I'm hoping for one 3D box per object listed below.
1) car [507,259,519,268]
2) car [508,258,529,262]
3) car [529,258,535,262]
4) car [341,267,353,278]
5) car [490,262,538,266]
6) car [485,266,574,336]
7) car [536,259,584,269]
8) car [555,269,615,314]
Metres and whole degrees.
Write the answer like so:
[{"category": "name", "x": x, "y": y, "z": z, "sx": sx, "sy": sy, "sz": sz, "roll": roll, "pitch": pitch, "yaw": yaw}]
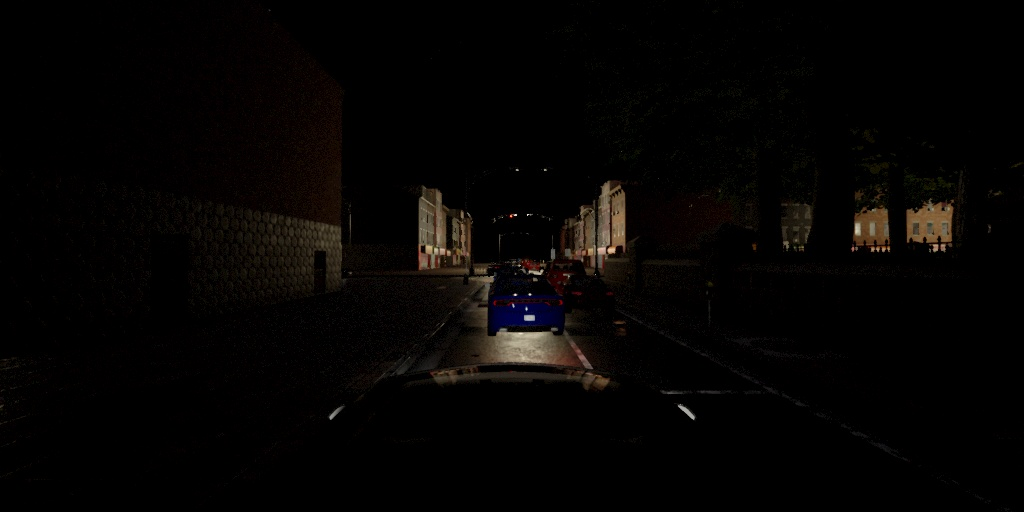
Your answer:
[{"category": "car", "x": 0.144, "y": 1.350, "z": 64.398, "sx": 2.128, "sy": 1.511, "sz": 4.902, "roll": 0, "pitch": 0, "yaw": 0}, {"category": "car", "x": -0.633, "y": 1.292, "z": 35.349, "sx": 2.128, "sy": 1.511, "sz": 4.902, "roll": 1, "pitch": 0, "yaw": 28}, {"category": "car", "x": 2.668, "y": 1.350, "z": 45.389, "sx": 1.888, "sy": 1.381, "sz": 4.507, "roll": 0, "pitch": 0, "yaw": 0}, {"category": "car", "x": -16.159, "y": 1.239, "z": 30.532, "sx": 4.892, "sy": 1.490, "sz": 1.837, "roll": 0, "pitch": -1, "yaw": 0}, {"category": "car", "x": 0.081, "y": 1.236, "z": 18.007, "sx": 1.882, "sy": 1.535, "sz": 5.008, "roll": 0, "pitch": 0, "yaw": 1}, {"category": "car", "x": 0.232, "y": 1.230, "z": 10.468, "sx": 1.882, "sy": 1.535, "sz": 5.008, "roll": 0, "pitch": 0, "yaw": -4}, {"category": "car", "x": 2.650, "y": 1.074, "z": 18.960, "sx": 2.192, "sy": 1.841, "sz": 5.009, "roll": 0, "pitch": 0, "yaw": 0}, {"category": "car", "x": 2.646, "y": 1.336, "z": 13.511, "sx": 1.802, "sy": 1.307, "sz": 4.207, "roll": 0, "pitch": 0, "yaw": 0}]
